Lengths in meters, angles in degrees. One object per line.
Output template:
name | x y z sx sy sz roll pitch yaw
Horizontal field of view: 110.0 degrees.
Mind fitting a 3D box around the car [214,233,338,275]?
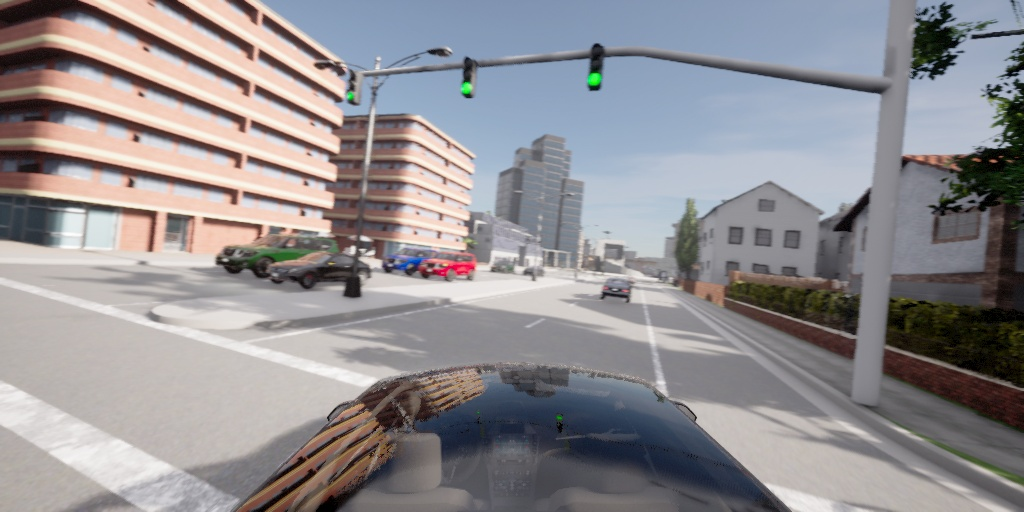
car | -11.084 -0.066 17.637 2.150 2.045 5.566 6 0 19

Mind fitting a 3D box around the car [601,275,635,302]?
car | 7.137 2.221 24.285 2.033 1.411 5.357 6 0 19

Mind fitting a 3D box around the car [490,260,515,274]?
car | -1.130 1.335 45.979 2.097 1.767 4.553 6 0 20

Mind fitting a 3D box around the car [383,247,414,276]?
car | -7.575 0.375 27.661 2.150 2.045 5.566 6 0 20

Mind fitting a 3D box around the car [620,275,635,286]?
car | 17.324 3.580 53.426 1.895 1.301 4.718 6 -1 19

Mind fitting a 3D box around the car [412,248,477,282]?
car | -4.452 0.696 26.035 2.150 2.045 5.566 6 -1 19

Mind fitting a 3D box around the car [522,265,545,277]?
car | 2.980 1.972 47.162 2.033 1.411 5.357 6 -1 20

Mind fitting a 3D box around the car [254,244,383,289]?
car | -8.111 0.535 15.644 1.812 1.442 4.674 6 0 19
